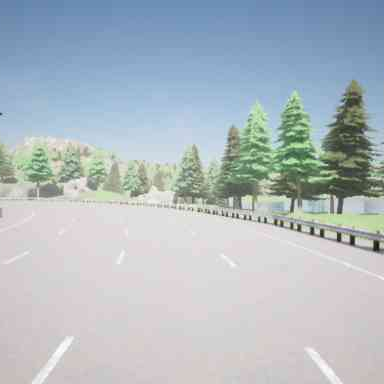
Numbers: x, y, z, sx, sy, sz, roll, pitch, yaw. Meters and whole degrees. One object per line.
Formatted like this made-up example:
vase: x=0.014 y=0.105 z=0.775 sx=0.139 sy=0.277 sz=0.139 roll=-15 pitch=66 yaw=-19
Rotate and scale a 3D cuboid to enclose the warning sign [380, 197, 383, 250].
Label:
warning sign: x=7.447 y=1.100 z=11.447 sx=1.300 sy=1.860 sz=1.060 roll=0 pitch=0 yaw=-6
